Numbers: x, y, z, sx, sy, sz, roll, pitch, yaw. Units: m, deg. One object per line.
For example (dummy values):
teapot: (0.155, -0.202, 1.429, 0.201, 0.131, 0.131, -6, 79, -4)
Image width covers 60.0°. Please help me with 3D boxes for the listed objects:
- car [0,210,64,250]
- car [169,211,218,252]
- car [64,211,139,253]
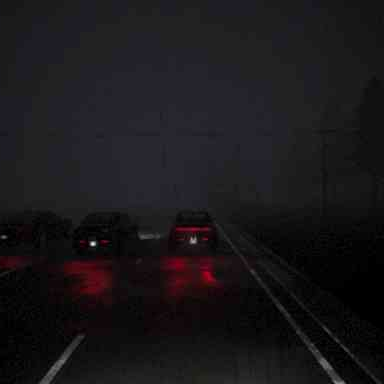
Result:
car: (-6.932, 1.542, 14.812, 1.882, 1.535, 5.008, 0, -1, 0)
car: (0.065, 1.552, 14.201, 2.128, 1.511, 4.902, 0, 0, 0)
car: (-3.436, 1.564, 14.025, 1.837, 1.490, 4.892, 0, 0, 0)
